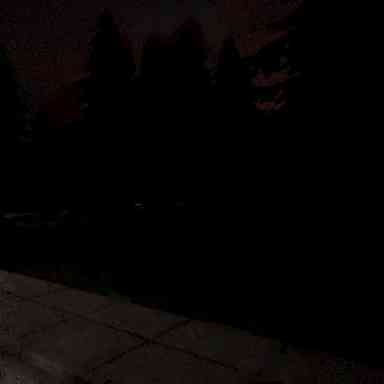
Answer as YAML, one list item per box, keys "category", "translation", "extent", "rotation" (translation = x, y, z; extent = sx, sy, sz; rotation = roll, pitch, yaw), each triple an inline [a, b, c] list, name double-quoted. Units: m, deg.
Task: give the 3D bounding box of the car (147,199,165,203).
- category: "car"
  translation: [-5.616, 1.835, 52.270]
  extent: [2.128, 1.511, 4.902]
  rotation: [-1, 0, 37]
